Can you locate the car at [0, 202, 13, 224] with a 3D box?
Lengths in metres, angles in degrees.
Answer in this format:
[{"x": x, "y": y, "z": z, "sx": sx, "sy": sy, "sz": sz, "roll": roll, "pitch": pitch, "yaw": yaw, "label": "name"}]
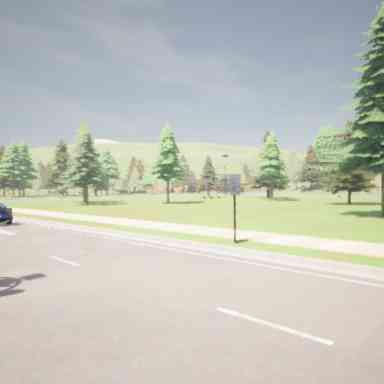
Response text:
[{"x": -13.536, "y": 1.338, "z": 21.941, "sx": 5.008, "sy": 1.535, "sz": 1.882, "roll": 0, "pitch": 1, "yaw": 43, "label": "car"}]
